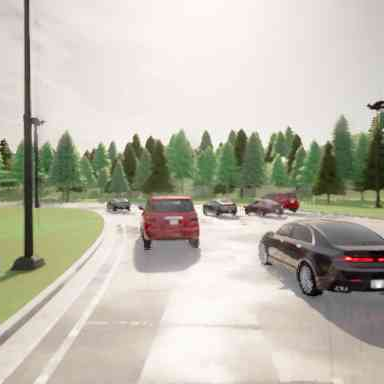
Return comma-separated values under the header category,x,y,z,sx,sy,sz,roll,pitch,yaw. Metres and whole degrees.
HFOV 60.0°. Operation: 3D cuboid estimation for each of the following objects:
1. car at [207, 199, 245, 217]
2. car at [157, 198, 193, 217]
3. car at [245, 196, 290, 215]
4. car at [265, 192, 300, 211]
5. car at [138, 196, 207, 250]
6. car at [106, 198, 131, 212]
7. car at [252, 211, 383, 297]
category,x,y,z,sx,sy,sz,roll,pitch,yaw
car,2.361,1.354,29.540,2.128,1.511,4.902,0,0,-18
car,-1.676,1.369,30.648,1.882,1.535,5.008,0,0,-19
car,6.198,1.361,29.041,1.812,1.442,4.674,0,0,-17
car,8.472,1.018,33.600,2.150,2.045,5.566,0,0,-20
car,-1.103,1.171,14.486,2.150,2.045,5.566,0,0,-10
car,-8.314,1.408,37.323,2.128,1.511,4.902,0,0,-27
car,3.157,1.444,8.460,1.837,1.490,4.892,0,0,-6
